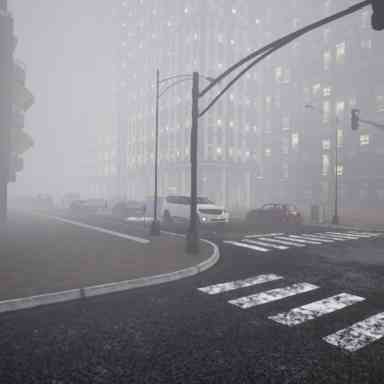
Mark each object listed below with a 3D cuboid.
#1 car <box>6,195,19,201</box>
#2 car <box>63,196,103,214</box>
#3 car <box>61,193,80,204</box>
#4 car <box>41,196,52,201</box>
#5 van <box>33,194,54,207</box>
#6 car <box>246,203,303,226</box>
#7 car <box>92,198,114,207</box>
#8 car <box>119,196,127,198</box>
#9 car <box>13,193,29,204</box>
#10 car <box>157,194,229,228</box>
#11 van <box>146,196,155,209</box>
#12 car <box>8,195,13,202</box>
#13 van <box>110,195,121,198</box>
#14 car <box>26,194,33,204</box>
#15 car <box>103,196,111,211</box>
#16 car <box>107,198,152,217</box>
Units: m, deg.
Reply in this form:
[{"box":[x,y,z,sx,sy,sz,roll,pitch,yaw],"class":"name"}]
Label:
[{"box":[-40.255,1.378,74.390,2.008,1.369,4.403,1,-1,-35],"class":"car"},{"box":[-10.847,1.427,32.923,2.008,1.369,4.403,1,-1,-35],"class":"car"},{"box":[-20.455,1.182,56.316,2.150,2.045,5.566,1,-1,-35],"class":"car"},{"box":[-36.690,1.571,83.844,1.802,1.307,4.206,1,-1,-35],"class":"car"},{"box":[-20.646,1.197,46.747,1.690,1.788,3.998,1,-1,-35],"class":"van"},{"box":[5.793,1.505,23.949,1.967,1.590,4.097,1,-1,-35],"class":"car"},{"box":[-13.816,1.587,51.592,1.947,1.339,4.313,1,-1,-35],"class":"car"},{"box":[-7.280,1.584,42.377,2.008,1.369,4.403,1,-1,-35],"class":"car"},{"box":[-30.449,1.155,60.570,2.192,1.841,5.009,1,-1,-35],"class":"car"},{"box":[0.012,1.170,22.098,2.150,2.045,5.566,1,-1,-35],"class":"car"},{"box":[-4.008,1.382,37.772,1.690,1.788,3.998,1,-1,-35],"class":"van"},{"box":[-36.988,1.397,69.783,1.947,1.339,4.313,1,-1,-35],"class":"car"},{"box":[-10.543,1.368,46.987,1.690,1.788,3.998,1,-1,-35],"class":"van"},{"box":[-23.918,1.432,51.352,1.802,1.307,4.206,1,-1,-35],"class":"car"},{"box":[-11.650,1.468,38.546,2.033,1.411,5.357,1,-1,-35],"class":"car"},{"box":[-5.771,1.498,30.252,1.994,1.385,4.181,1,-1,-35],"class":"car"}]
